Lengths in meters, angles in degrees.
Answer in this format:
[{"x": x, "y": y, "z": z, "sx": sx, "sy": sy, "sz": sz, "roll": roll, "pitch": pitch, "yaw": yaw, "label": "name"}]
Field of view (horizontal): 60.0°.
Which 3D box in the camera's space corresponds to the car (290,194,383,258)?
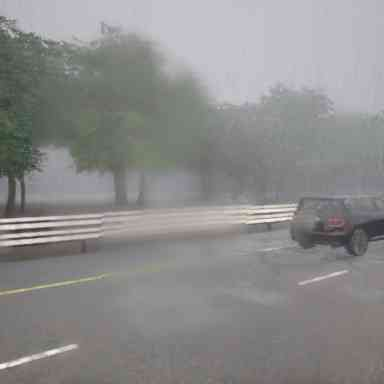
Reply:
[{"x": 6.097, "y": 1.098, "z": 12.542, "sx": 5.566, "sy": 2.045, "sz": 2.150, "roll": -1, "pitch": 1, "yaw": -35, "label": "car"}]
